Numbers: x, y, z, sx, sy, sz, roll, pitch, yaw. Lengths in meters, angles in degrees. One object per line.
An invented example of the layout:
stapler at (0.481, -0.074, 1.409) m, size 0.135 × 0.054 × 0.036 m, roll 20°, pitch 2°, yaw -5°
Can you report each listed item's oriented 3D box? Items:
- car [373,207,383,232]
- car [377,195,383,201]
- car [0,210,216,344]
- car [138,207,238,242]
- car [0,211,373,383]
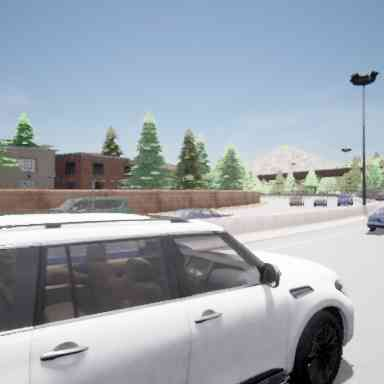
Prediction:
car at (11.833, 1.562, 19.483) m, size 2.033 × 1.411 × 5.357 m, roll 0°, pitch 0°, yaw 42°
car at (45.160, 1.428, 78.097) m, size 1.994 × 1.385 × 4.181 m, roll 0°, pitch 0°, yaw 3°
car at (-1.905, 1.375, 6.954) m, size 4.553 × 1.767 × 2.097 m, roll 0°, pitch 0°, yaw -37°
car at (-0.058, 1.590, 17.733) m, size 5.357 × 1.411 × 2.033 m, roll 0°, pitch 0°, yaw -42°
car at (-0.570, 1.233, 3.500) m, size 5.566 × 2.045 × 2.150 m, roll 0°, pitch 0°, yaw -37°
